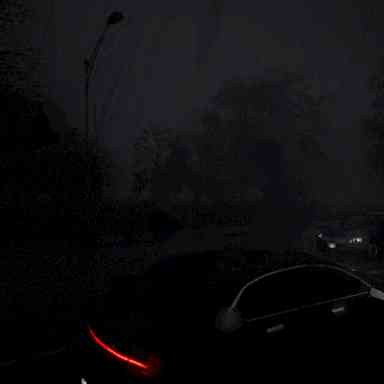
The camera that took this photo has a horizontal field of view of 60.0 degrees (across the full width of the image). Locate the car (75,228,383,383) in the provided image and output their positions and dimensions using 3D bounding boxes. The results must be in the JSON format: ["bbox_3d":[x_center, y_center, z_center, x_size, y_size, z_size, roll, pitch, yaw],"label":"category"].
[{"bbox_3d":[1.066,1.495,4.317,4.892,1.490,1.837,0,0,-34],"label":"car"}]

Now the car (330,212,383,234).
[{"bbox_3d":[6.644,1.499,12.170,4.674,1.442,1.812,0,0,-30],"label":"car"}]
